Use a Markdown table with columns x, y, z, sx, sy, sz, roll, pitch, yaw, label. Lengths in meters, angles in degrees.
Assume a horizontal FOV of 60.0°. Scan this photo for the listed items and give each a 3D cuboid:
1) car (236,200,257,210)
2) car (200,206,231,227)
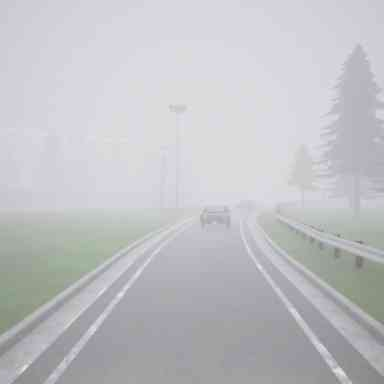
| x | y | z | sx | sy | sz | roll | pitch | yaw | label |
| --- | --- | --- | --- | --- | --- | --- | --- | --- | --- |
| 6.997 | 1.611 | 42.149 | 1.895 | 1.301 | 4.718 | 0 | 0 | 22 | car |
| 1.704 | 1.601 | 22.655 | 1.895 | 1.301 | 4.718 | 0 | 0 | 8 | car |
